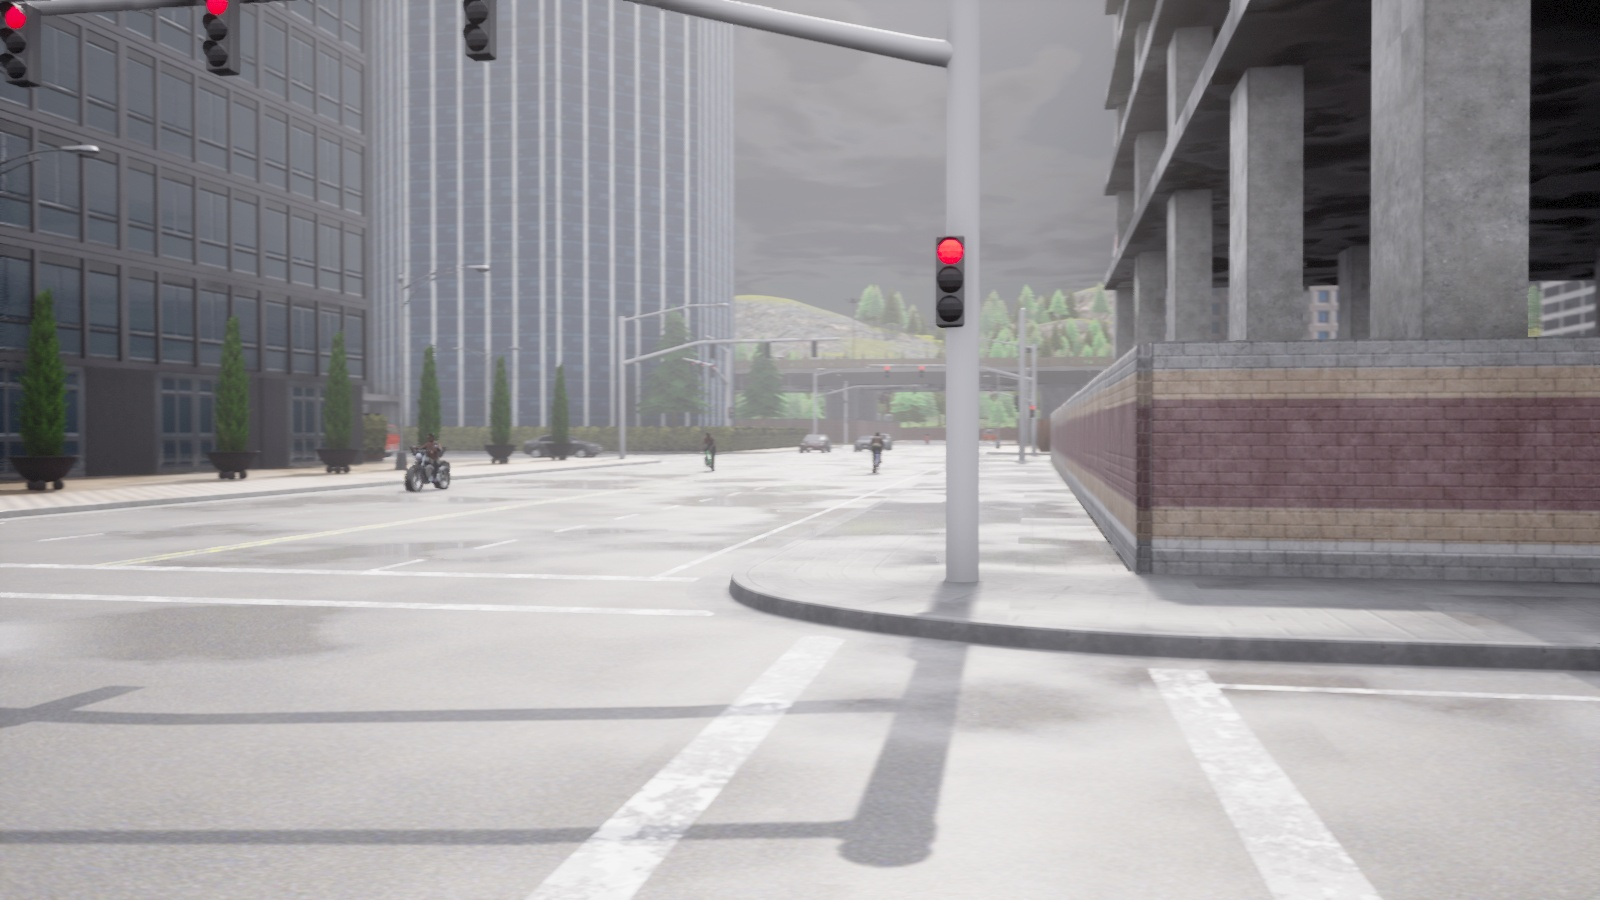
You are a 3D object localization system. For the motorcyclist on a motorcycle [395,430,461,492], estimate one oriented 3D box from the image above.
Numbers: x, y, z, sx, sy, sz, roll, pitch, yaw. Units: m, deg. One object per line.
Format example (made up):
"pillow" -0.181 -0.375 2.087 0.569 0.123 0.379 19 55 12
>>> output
"motorcyclist on a motorcycle" -10.254 0.269 34.693 0.766 1.649 2.350 1 1 10

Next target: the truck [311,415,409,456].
"truck" -27.719 -0.916 79.194 5.204 2.467 2.627 1 1 10

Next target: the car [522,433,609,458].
"car" -14.325 -0.301 76.817 4.892 1.490 1.837 0 1 10

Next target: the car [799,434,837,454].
"car" 1.422 -0.501 97.852 2.163 1.488 4.792 1 1 10
